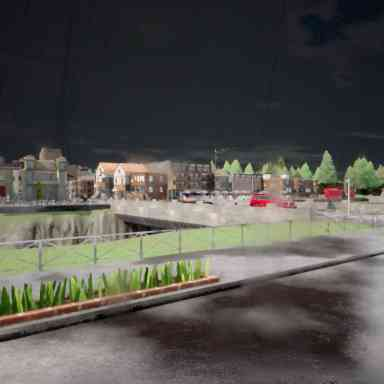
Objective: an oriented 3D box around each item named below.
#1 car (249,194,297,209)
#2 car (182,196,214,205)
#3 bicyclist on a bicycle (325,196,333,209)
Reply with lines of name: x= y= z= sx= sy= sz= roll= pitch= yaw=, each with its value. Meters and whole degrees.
car: x=8.842 y=1.221 z=36.733 sx=2.150 sy=2.045 sz=5.566 roll=0 pitch=0 yaw=-36
car: x=1.084 y=1.600 z=47.529 sx=1.895 sy=1.301 sz=4.718 roll=0 pitch=0 yaw=-35
bicyclist on a bicycle: x=16.589 y=1.349 z=40.345 sx=1.656 sy=1.620 sz=0.582 roll=0 pitch=0 yaw=-36
